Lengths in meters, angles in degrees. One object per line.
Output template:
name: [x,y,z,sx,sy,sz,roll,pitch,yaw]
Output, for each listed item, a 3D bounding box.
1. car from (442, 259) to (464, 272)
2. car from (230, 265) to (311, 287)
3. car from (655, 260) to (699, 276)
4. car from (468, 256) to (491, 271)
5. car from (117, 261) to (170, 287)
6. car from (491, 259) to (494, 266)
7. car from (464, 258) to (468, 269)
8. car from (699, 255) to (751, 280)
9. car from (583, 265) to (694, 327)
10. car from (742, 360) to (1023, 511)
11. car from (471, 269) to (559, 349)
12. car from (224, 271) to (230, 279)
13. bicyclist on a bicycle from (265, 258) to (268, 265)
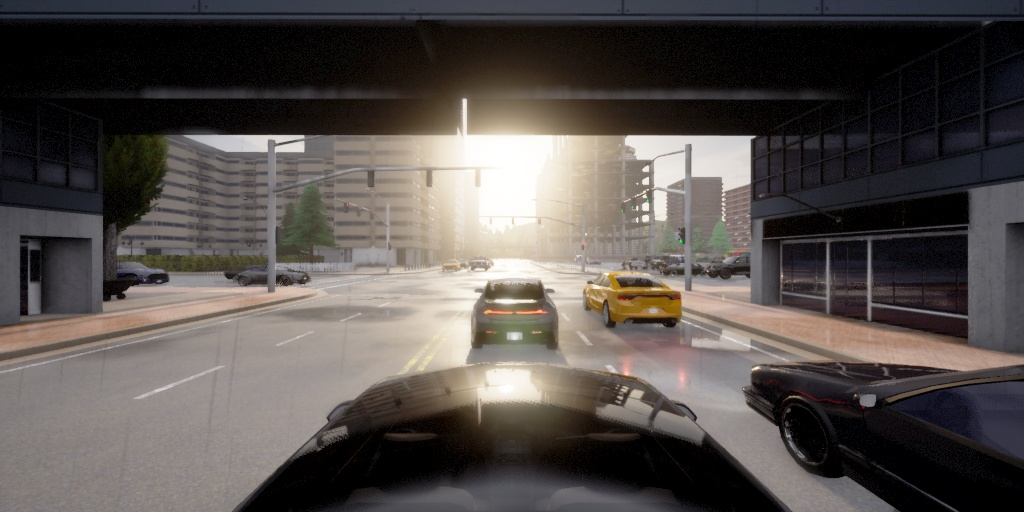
car: [-7.990,1.228,47.676,1.882,1.535,5.008,0,0,0]
car: [-15.835,1.313,23.992,4.181,1.385,1.994,0,0,-1]
car: [16.892,1.351,34.914,4.718,1.301,1.895,0,0,0]
car: [-4.506,0.971,50.558,2.150,2.045,5.566,0,0,0]
car: [-25.786,1.102,23.927,4.553,1.767,2.097,0,0,0]
car: [-4.550,1.241,60.299,2.128,1.511,4.902,0,0,0]
car: [-8.041,1.228,57.249,1.882,1.535,5.008,0,0,0]
car: [19.904,0.971,31.375,5.566,2.045,2.150,0,0,1]
car: [3.578,1.228,11.513,1.882,1.535,5.008,0,0,0]
car: [3.600,1.297,1.687,2.033,1.411,5.357,0,0,0]
car: [0.066,1.255,9.143,1.837,1.490,4.892,0,0,0]
car: [-19.004,1.351,27.475,4.718,1.301,1.895,0,0,-1]
bicyclist on a bicycle: [-25.995,1.051,38.409,0.582,1.620,1.656,0,0,0]
